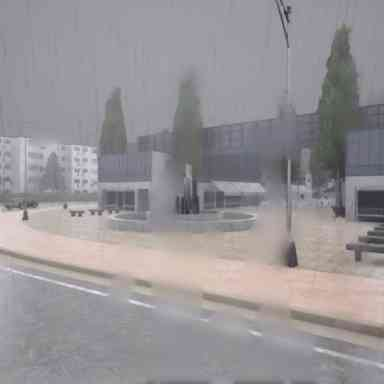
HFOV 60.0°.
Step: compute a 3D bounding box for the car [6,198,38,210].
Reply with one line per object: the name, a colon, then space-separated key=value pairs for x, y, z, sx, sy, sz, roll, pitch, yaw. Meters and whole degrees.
car: x=-21.859 y=1.491 z=43.015 sx=2.128 sy=1.511 sz=4.902 roll=0 pitch=0 yaw=5
